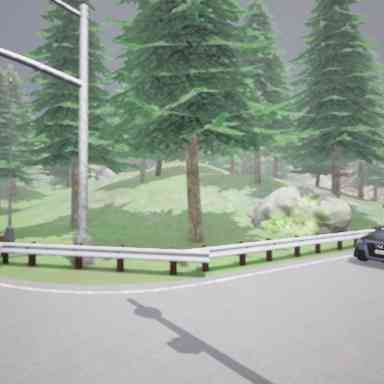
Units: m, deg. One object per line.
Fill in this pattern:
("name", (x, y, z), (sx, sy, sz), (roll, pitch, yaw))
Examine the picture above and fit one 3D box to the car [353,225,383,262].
("car", (7.363, 1.668, 11.303), (4.181, 1.385, 1.994), (0, 0, -35))
